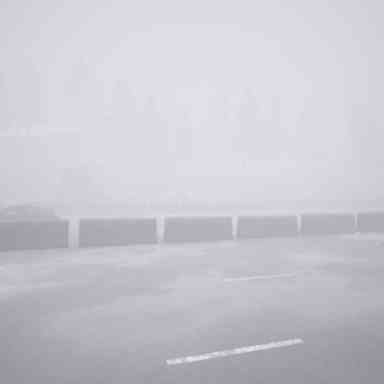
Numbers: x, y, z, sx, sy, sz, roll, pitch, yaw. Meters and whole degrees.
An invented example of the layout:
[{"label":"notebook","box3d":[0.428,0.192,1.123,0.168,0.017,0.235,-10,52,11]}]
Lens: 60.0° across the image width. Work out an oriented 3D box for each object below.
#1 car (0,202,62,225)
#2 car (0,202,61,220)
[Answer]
[{"label":"car","box3d":[-12.241,1.498,24.473,4.902,1.511,2.128,0,0,-19]},{"label":"car","box3d":[-11.066,1.511,21.175,4.892,1.490,1.837,0,0,-19]}]
